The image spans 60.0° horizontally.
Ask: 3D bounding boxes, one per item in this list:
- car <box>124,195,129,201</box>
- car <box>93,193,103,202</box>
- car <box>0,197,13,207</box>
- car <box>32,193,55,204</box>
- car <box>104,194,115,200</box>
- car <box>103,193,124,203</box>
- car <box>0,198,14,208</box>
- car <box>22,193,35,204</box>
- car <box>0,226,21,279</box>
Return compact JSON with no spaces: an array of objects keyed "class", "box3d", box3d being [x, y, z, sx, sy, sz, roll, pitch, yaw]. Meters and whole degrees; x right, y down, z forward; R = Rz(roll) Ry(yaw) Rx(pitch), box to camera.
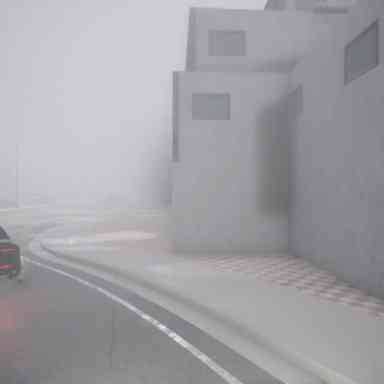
[{"class":"car","box3d":[-16.653,1.486,81.742,1.994,1.385,4.181,0,0,-3]},{"class":"car","box3d":[-19.570,1.157,71.209,2.150,2.045,5.566,0,0,-3]},{"class":"car","box3d":[-30.077,1.549,51.977,1.895,1.301,4.718,0,0,-3]},{"class":"car","box3d":[-27.063,1.435,61.736,2.128,1.511,4.902,0,0,-3]},{"class":"car","box3d":[-20.126,1.289,81.167,1.812,1.442,4.674,0,0,-3]},{"class":"car","box3d":[-15.723,1.157,66.889,2.150,2.045,5.566,0,-1,-3]},{"class":"car","box3d":[-26.206,1.556,45.063,1.895,1.301,4.718,0,0,-3]},{"class":"car","box3d":[-30.694,1.164,64.155,2.150,2.045,5.566,0,0,-3]},{"class":"car","box3d":[-6.236,1.497,9.032,1.837,1.490,4.892,0,0,-45]}]
